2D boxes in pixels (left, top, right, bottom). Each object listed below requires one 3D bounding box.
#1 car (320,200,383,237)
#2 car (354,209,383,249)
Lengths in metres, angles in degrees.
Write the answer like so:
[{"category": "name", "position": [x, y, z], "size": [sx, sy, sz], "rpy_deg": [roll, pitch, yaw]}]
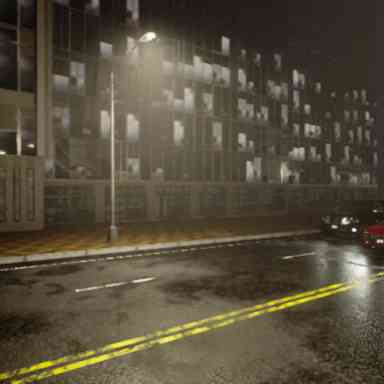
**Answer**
[{"category": "car", "position": [9.454, 1.446, 18.390], "size": [5.566, 2.045, 2.150], "rpy_deg": [1, -1, -35]}, {"category": "car", "position": [9.336, 1.670, 14.329], "size": [5.008, 1.535, 1.882], "rpy_deg": [1, -1, -35]}]
